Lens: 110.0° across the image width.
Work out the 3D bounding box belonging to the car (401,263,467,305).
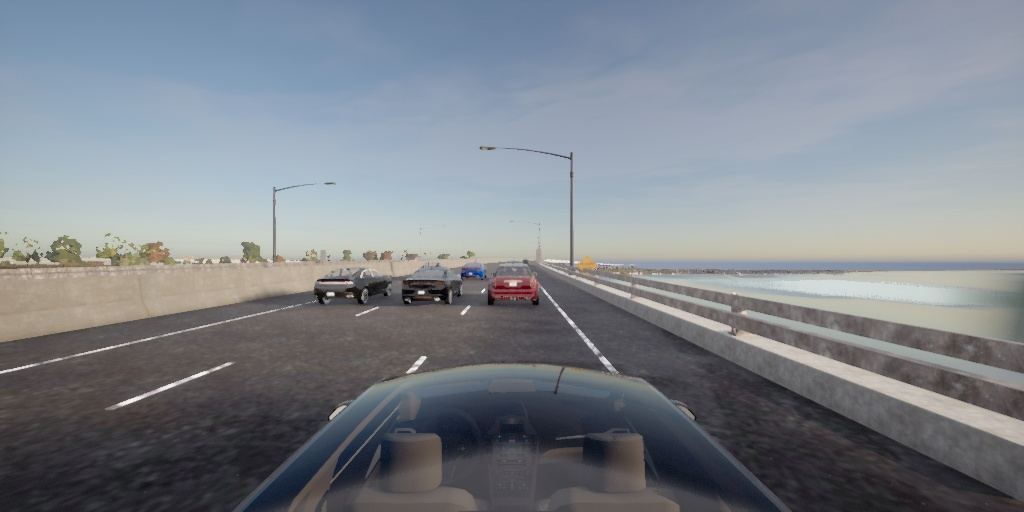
[{"bbox_3d":[-3.438,1.242,16.150,1.882,1.535,5.008,0,0,0],"label":"car"}]

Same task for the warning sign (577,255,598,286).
[{"bbox_3d":[4.674,0.876,22.123,1.300,1.860,1.060,0,0,1],"label":"warning sign"}]

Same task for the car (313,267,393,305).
[{"bbox_3d":[-6.937,1.253,16.181,2.128,1.511,4.902,0,0,0],"label":"car"}]

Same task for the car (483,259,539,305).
[{"bbox_3d":[0.062,1.123,16.091,2.097,1.767,4.553,0,0,0],"label":"car"}]

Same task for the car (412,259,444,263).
[{"bbox_3d":[-6.746,1.270,31.136,2.128,1.511,4.902,0,0,1],"label":"car"}]

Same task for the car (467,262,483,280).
[{"bbox_3d":[-3.246,1.259,31.075,1.882,1.535,5.008,0,0,1],"label":"car"}]
